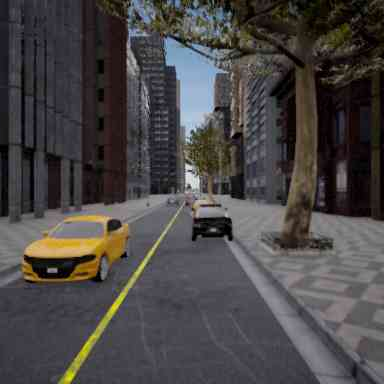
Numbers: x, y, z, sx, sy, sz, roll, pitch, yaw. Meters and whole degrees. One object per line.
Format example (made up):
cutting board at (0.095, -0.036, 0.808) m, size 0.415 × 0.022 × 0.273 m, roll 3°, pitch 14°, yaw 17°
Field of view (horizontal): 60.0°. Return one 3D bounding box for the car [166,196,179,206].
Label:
car at (-3.056, 1.399, 53.420) m, size 2.128 × 1.511 × 4.902 m, roll 0°, pitch 0°, yaw 0°

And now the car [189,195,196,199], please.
car at (0.900, 1.399, 32.789) m, size 1.801 × 1.575 × 5.366 m, roll 0°, pitch 0°, yaw 0°

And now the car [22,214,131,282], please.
car at (-3.100, 1.461, 9.867) m, size 1.882 × 1.535 × 5.008 m, roll 0°, pitch 0°, yaw 0°

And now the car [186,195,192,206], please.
car at (0.001, 1.473, 52.225) m, size 1.994 × 1.385 × 4.181 m, roll 0°, pitch 0°, yaw 0°

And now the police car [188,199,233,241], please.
police car at (0.900, 1.396, 16.708) m, size 1.930 × 1.638 × 5.238 m, roll 0°, pitch 0°, yaw 0°

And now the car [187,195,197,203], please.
car at (0.000, 1.358, 67.151) m, size 1.882 × 1.535 × 5.008 m, roll 0°, pitch 0°, yaw 0°

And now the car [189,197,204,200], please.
car at (0.900, 1.432, 26.599) m, size 1.882 × 1.535 × 5.008 m, roll 0°, pitch 0°, yaw 0°
